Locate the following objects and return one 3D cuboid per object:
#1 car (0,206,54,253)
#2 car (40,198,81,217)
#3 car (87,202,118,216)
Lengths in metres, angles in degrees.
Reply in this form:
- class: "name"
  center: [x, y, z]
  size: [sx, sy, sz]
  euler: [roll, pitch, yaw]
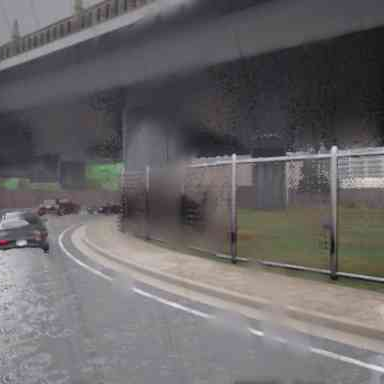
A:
- class: "car"
  center: [-6.705, 1.518, 13.080]
  size: [1.812, 1.442, 4.674]
  euler: [0, 0, -27]
- class: "car"
  center: [-12.349, 1.351, 31.421]
  size: [2.097, 1.767, 4.553]
  euler: [0, 0, 9]
- class: "car"
  center: [-8.487, 1.622, 33.397]
  size: [1.895, 1.301, 4.718]
  euler: [0, 0, 15]
